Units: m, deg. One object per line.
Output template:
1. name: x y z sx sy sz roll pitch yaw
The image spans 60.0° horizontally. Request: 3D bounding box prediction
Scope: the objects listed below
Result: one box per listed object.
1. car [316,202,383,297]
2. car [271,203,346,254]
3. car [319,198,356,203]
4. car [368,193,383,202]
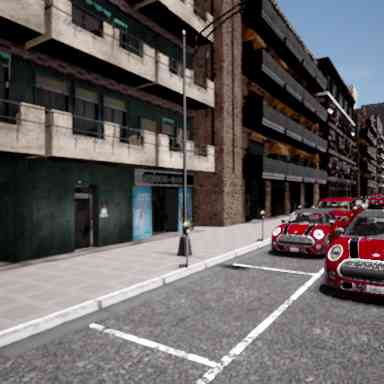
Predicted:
1. car: 4.837 1.310 8.365 2.097 1.767 4.553 0 0 34
2. car: 4.524 1.396 12.823 1.967 1.590 4.097 0 0 33
3. car: 7.611 1.243 17.538 2.192 1.841 5.009 0 0 33
4. car: 23.044 1.100 41.117 2.192 1.841 5.009 0 0 33
